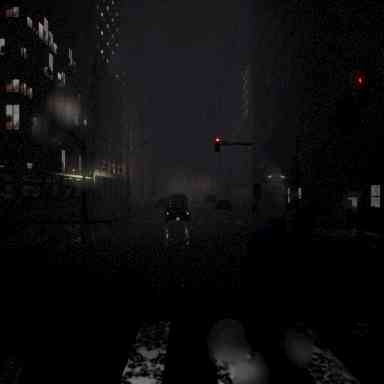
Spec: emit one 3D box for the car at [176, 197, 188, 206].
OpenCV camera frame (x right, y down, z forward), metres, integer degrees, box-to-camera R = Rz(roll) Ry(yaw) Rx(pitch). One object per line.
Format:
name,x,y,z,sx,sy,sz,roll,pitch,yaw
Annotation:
car,-1.689,1.568,56.749,1.994,1.385,4.181,0,0,0

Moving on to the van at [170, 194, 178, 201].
van,-4.320,1.321,80.413,1.690,1.788,3.998,0,0,0

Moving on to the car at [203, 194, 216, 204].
car,3.662,1.313,63.878,2.192,1.841,5.009,0,0,0

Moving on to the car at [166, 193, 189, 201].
car,-1.613,1.235,41.015,2.150,2.045,5.566,0,0,-1

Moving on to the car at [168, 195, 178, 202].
car,-4.286,1.426,74.886,1.967,1.590,4.097,0,0,0

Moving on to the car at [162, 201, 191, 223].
car,-1.215,1.621,26.085,1.895,1.301,4.718,0,0,-5

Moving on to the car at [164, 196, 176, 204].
car,-4.218,1.564,63.830,1.947,1.339,4.313,0,0,0

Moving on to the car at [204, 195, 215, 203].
car,3.628,1.432,69.407,1.967,1.590,4.097,0,0,0

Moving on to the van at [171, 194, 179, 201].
van,-4.354,1.315,85.940,1.690,1.788,3.998,0,0,0

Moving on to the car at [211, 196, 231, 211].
car,3.847,1.579,41.770,1.947,1.339,4.313,0,0,0

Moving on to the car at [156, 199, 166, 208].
car,-4.117,1.593,47.248,1.802,1.307,4.206,0,0,0

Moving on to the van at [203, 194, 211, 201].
van,3.560,1.321,80.461,1.690,1.788,3.998,0,0,0
